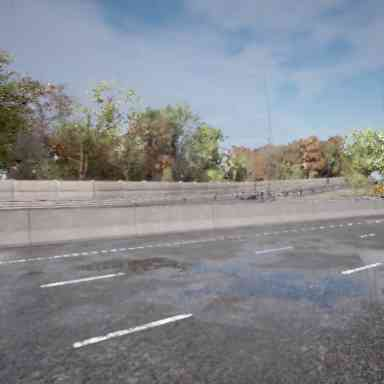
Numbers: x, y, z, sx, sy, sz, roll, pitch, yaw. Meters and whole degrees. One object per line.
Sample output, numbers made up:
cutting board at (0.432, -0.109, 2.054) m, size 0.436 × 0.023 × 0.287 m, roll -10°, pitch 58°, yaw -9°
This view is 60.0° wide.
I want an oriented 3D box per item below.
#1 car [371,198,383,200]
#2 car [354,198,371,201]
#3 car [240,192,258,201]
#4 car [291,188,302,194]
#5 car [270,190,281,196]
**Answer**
car at (26.934, 1.440, 45.299) m, size 4.892 × 1.490 × 1.837 m, roll 0°, pitch 0°, yaw -36°
car at (24.743, 1.492, 48.032) m, size 4.181 × 1.385 × 1.994 m, roll 0°, pitch 0°, yaw -36°
car at (10.287, 0.752, 59.727) m, size 1.882 × 1.535 × 5.008 m, roll 0°, pitch 1°, yaw 30°
car at (26.894, -0.205, 85.900) m, size 1.837 × 1.490 × 4.892 m, roll 0°, pitch 2°, yaw 34°
car at (18.297, 0.290, 72.973) m, size 2.097 × 1.767 × 4.553 m, roll 0°, pitch 1°, yaw 32°
